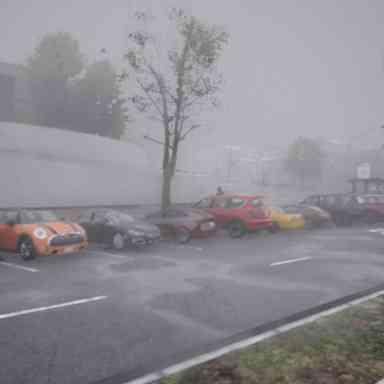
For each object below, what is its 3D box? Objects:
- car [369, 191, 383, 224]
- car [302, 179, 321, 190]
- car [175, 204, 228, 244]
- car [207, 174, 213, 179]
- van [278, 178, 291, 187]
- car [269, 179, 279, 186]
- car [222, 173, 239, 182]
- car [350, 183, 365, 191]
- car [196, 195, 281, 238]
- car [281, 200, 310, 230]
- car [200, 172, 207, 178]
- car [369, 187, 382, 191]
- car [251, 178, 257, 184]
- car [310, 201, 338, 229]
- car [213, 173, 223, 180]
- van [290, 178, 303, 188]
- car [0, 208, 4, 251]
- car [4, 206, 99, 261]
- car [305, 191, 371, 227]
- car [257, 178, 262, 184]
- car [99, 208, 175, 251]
[{"bbox_3d":[11.281,1.179,24.449,5.566,2.045,2.435,-1,-1,35],"label":"car"},{"bbox_3d":[24.253,-1.215,66.202,2.231,1.521,4.892,7,3,35],"label":"car"},{"bbox_3d":[-1.039,1.494,15.799,4.792,1.488,2.163,-1,0,35],"label":"car"},{"bbox_3d":[6.882,-4.072,90.796,2.185,1.767,4.553,6,3,34],"label":"car"},{"bbox_3d":[20.767,-1.986,71.037,1.878,1.987,4.442,7,4,35],"label":"van"},{"bbox_3d":[19.195,-2.035,73.770,1.946,1.575,5.366,7,3,35],"label":"car"},{"bbox_3d":[10.524,-3.399,86.068,1.946,1.575,5.366,7,3,34],"label":"car"},{"bbox_3d":[29.458,-0.649,58.812,2.435,2.045,5.566,7,3,35],"label":"car"},{"bbox_3d":[1.407,1.206,17.542,5.566,2.045,2.435,-1,0,35],"label":"car"},{"bbox_3d":[3.729,1.450,19.367,5.366,1.575,1.946,-1,0,35],"label":"car"},{"bbox_3d":[5.154,-4.306,93.267,2.185,1.767,4.553,4,1,34],"label":"car"},{"bbox_3d":[31.148,-0.086,56.339,2.002,1.452,4.674,7,3,35],"label":"car"},{"bbox_3d":[15.625,-2.539,78.555,2.002,1.452,4.674,7,3,35],"label":"car"},{"bbox_3d":[6.337,1.484,20.992,4.674,1.452,2.002,-1,0,35],"label":"car"},{"bbox_3d":[8.674,-3.920,88.329,2.435,2.045,5.566,7,4,34],"label":"car"},{"bbox_3d":[22.494,-1.713,68.565,1.878,1.987,4.442,7,4,35],"label":"van"},{"bbox_3d":[-8.326,1.370,10.551,4.553,1.767,2.185,-1,0,35],"label":"car"},{"bbox_3d":[-5.929,1.359,12.332,4.553,1.767,2.185,-1,-1,35],"label":"car"},{"bbox_3d":[8.766,1.186,22.747,5.566,2.045,2.435,-1,0,35],"label":"car"},{"bbox_3d":[17.365,-2.266,76.092,2.002,1.452,4.674,7,4,35],"label":"car"},{"bbox_3d":[-3.461,1.475,14.055,4.892,1.521,2.231,-1,-1,35],"label":"car"}]
